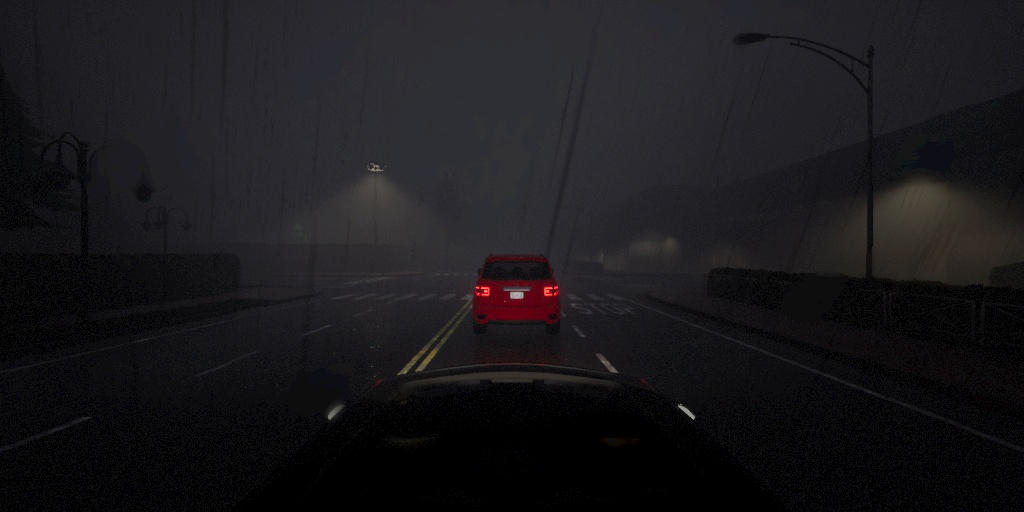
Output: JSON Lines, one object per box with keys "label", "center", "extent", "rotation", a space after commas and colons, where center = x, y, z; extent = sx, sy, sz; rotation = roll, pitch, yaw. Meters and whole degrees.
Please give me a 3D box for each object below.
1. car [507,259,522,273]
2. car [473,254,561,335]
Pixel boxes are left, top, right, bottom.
{"label": "car", "center": [0.317, 1.228, 45.553], "extent": [1.882, 1.535, 5.008], "rotation": [0, 0, 1]}
{"label": "car", "center": [0.113, 0.971, 10.698], "extent": [2.150, 2.045, 5.566], "rotation": [0, 0, 0]}
